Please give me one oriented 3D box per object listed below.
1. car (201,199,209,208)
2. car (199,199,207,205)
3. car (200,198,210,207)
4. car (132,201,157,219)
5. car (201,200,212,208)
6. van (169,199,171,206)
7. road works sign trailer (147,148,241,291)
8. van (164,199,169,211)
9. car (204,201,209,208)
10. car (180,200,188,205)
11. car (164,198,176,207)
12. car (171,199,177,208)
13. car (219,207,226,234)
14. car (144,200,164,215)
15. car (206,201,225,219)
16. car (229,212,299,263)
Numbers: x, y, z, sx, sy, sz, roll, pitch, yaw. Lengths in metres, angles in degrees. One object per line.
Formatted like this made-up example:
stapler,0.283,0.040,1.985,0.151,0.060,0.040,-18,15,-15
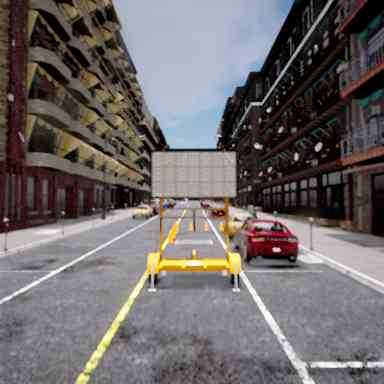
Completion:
car,2.902,2.329,56.856,1.887,1.381,4.507,1,-1,0
car,3.048,2.760,90.040,1.967,1.590,4.097,1,-1,0
car,2.991,2.450,78.981,2.192,1.841,5.009,1,-1,0
car,-5.098,2.002,34.671,1.752,1.417,4.829,1,-1,0
car,2.971,2.397,67.918,1.967,1.590,4.097,1,-1,0
van,-4.974,2.145,56.963,1.690,1.788,3.998,1,-1,0
road works sign trailer,0.057,0.583,9.308,2.380,3.560,2.880,0,-1,0
van,-5.003,2.060,51.432,1.690,1.788,3.998,1,-1,0
car,2.812,2.089,40.266,2.008,1.369,4.403,1,-1,0
car,-2.257,2.820,89.327,1.812,1.442,4.674,0,-1,0
car,-4.884,2.380,73.552,2.192,1.841,5.009,1,-1,0
car,-4.914,2.292,68.023,2.192,1.841,5.009,1,-1,0
car,2.694,1.757,18.317,1.752,1.417,4.829,1,-1,0
car,-5.062,1.872,40.375,2.192,1.841,5.009,1,-1,0
car,2.782,2.004,34.735,1.887,1.381,4.507,1,-1,0
car,2.663,1.701,12.615,1.887,1.381,4.507,1,-1,0
